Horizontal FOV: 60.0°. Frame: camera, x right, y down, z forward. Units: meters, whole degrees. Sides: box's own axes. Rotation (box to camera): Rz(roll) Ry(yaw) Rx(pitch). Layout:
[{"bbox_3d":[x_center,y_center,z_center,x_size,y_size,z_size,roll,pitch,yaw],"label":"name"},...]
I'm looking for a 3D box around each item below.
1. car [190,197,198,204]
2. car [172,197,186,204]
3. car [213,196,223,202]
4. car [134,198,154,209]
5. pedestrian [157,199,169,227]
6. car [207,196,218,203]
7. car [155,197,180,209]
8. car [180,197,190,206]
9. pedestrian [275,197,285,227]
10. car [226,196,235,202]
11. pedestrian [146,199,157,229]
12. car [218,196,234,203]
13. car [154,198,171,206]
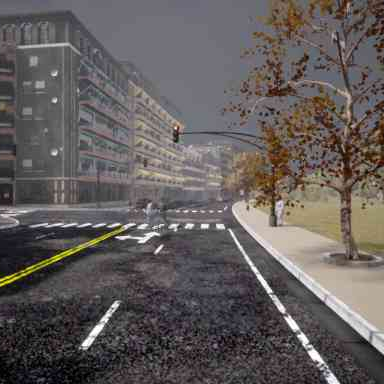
[{"bbox_3d":[0.156,1.801,71.267,2.033,1.411,5.357,0,0,10],"label":"car"},{"bbox_3d":[-2.794,1.812,73.233,2.033,1.411,5.357,0,0,10],"label":"car"},{"bbox_3d":[6.784,1.811,87.859,1.882,1.535,5.008,0,0,13],"label":"car"},{"bbox_3d":[-6.760,1.628,47.288,1.837,1.490,4.892,0,0,7],"label":"car"},{"bbox_3d":[-1.853,1.320,21.367,0.375,1.860,0.375,0,0,3],"label":"pedestrian"},{"bbox_3d":[4.666,1.830,77.716,2.128,1.511,4.902,0,0,11],"label":"car"},{"bbox_3d":[-3.524,1.475,46.970,2.097,1.767,4.553,0,0,7],"label":"car"},{"bbox_3d":[-2.065,1.784,57.986,1.895,1.301,4.718,0,0,9],"label":"car"},{"bbox_3d":[5.402,1.165,20.350,0.375,1.860,0.375,0,0,3],"label":"pedestrian"},{"bbox_3d":[10.052,1.864,87.570,1.812,1.442,4.674,0,0,13],"label":"car"},{"bbox_3d":[-2.480,1.319,20.198,0.375,1.860,0.375,0,0,3],"label":"pedestrian"},{"bbox_3d":[7.864,1.844,77.134,2.033,1.411,5.357,0,0,11],"label":"car"},{"bbox_3d":[-5.175,1.736,59.202,2.033,1.411,5.357,0,0,8],"label":"car"}]
